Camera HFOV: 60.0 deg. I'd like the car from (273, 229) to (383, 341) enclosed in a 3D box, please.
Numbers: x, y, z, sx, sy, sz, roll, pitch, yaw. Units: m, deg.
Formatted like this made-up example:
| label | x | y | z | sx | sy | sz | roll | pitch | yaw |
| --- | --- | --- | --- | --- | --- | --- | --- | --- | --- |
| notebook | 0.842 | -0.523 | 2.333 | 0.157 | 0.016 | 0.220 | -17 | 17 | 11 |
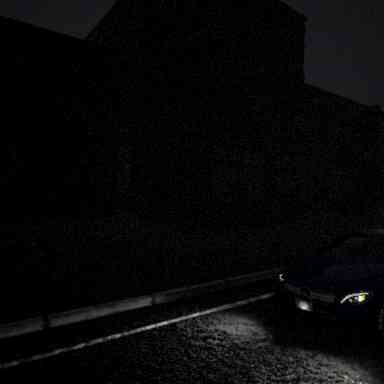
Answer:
| label | x | y | z | sx | sy | sz | roll | pitch | yaw |
| --- | --- | --- | --- | --- | --- | --- | --- | --- | --- |
| car | 3.662 | 1.513 | 6.607 | 4.674 | 1.442 | 1.812 | 0 | 0 | -36 |
